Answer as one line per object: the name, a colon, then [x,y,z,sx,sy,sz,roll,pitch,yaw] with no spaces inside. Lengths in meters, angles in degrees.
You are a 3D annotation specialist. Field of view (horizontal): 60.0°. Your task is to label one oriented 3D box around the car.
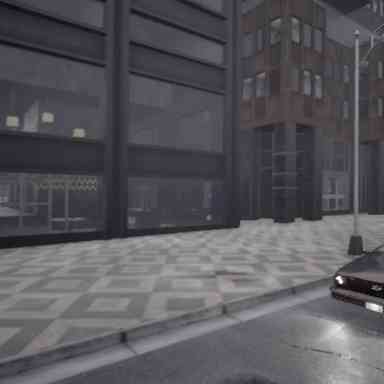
car: [5.208,1.523,7.077,5.357,1.411,2.033,0,0,-35]
